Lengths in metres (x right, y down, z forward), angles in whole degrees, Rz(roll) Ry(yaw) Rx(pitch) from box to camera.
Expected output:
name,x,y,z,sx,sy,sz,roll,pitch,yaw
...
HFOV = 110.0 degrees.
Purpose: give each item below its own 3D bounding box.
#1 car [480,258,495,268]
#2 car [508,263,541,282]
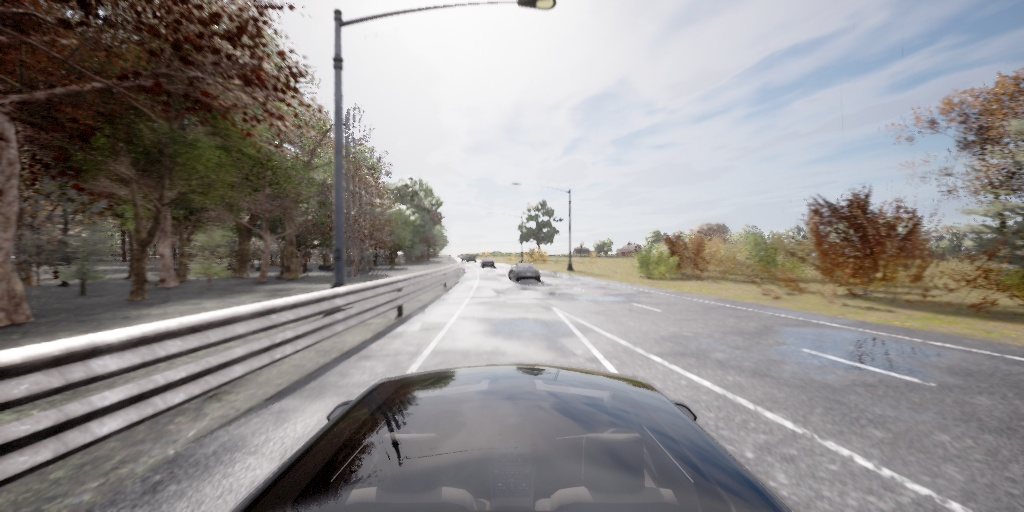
name,x,y,z,sx,sy,sz,roll,pitch,yaw
car,-3.781,1.087,55.137,1.882,1.535,5.008,0,0,-10
car,0.891,1.267,28.117,1.994,1.385,4.181,0,0,-10
